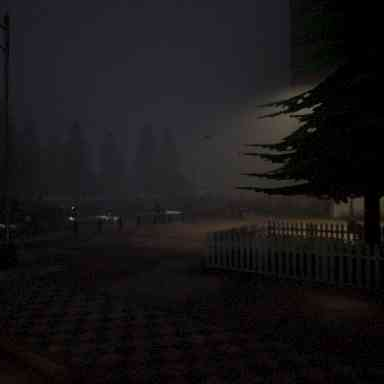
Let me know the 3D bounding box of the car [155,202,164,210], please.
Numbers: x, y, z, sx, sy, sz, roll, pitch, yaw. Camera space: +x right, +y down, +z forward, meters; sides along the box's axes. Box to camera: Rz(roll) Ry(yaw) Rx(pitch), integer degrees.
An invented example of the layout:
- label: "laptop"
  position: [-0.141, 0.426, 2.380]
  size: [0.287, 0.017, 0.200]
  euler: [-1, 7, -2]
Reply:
- label: "car"
  position: [-5.659, 1.841, 44.077]
  size: [1.812, 1.442, 4.674]
  euler: [-1, 0, 36]

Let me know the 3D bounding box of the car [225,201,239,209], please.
- label: "car"
  position: [6.700, 1.745, 49.030]
  size: [1.837, 1.490, 4.892]
  euler: [-1, 0, 36]

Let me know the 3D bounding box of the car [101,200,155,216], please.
- label: "car"
  position: [-6.872, 1.826, 36.352]
  size: [2.033, 1.411, 5.357]
  euler: [-1, 0, 35]

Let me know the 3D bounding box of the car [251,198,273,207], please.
- label: "car"
  position: [11.874, 1.804, 56.283]
  size: [1.994, 1.385, 4.181]
  euler: [-1, 0, 35]

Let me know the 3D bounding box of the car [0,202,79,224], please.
- label: "car"
  position: [-12.718, 1.826, 28.155]
  size: [2.033, 1.411, 5.357]
  euler: [-1, 0, 35]

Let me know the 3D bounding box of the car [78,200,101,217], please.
- label: "car"
  position: [-11.606, 1.667, 35.744]
  size: [2.097, 1.767, 4.553]
  euler: [-1, 0, 36]

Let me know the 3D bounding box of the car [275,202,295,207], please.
- label: "car"
  position: [15.446, 1.751, 55.267]
  size: [2.033, 1.411, 5.357]
  euler: [-1, 0, 36]

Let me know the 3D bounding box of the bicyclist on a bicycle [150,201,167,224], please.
- label: "bicyclist on a bicycle"
  position: [-2.416, 1.466, 23.689]
  size: [1.656, 1.620, 0.582]
  euler: [-1, -1, 35]

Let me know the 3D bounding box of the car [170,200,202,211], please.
- label: "car"
  position: [-0.703, 1.826, 44.980]
  size: [2.033, 1.411, 5.357]
  euler: [-1, 0, 36]

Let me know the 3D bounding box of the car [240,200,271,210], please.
- label: "car"
  position: [8.899, 1.729, 46.101]
  size: [1.812, 1.442, 4.674]
  euler: [-1, -1, 35]

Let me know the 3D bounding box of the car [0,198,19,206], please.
- label: "car"
  position: [-17.208, 1.537, 27.891]
  size: [2.150, 2.045, 5.566]
  euler: [-1, -1, 35]
